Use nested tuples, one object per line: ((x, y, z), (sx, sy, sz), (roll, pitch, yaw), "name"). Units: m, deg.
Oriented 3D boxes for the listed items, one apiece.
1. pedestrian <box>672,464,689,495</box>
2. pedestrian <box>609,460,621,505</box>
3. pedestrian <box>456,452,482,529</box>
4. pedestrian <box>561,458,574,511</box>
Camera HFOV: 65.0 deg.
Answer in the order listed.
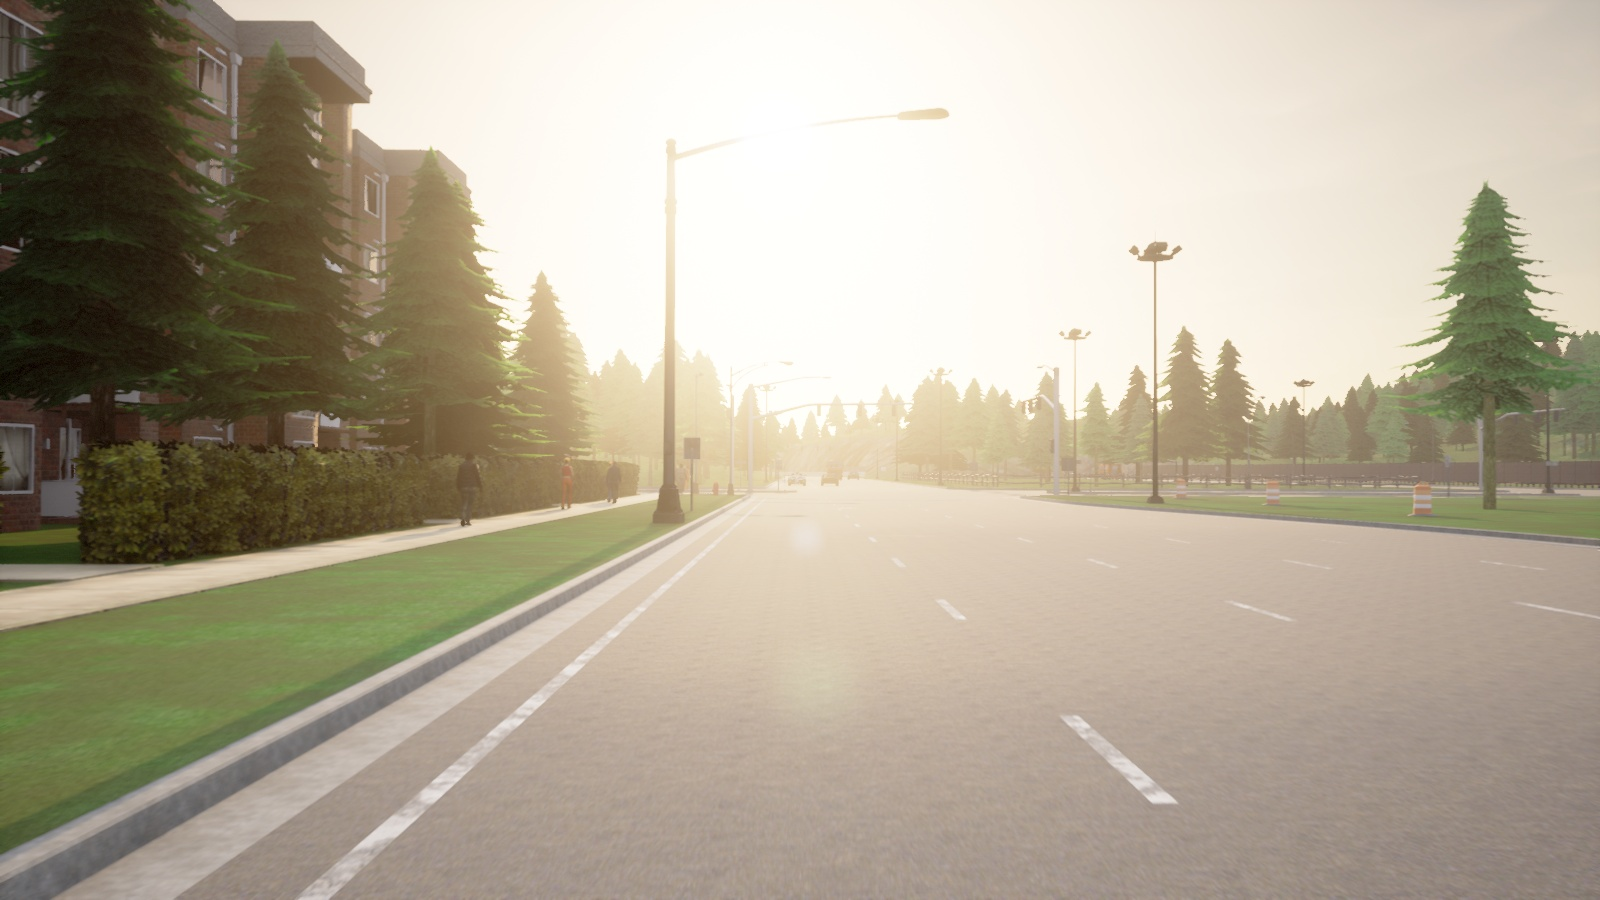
((-7.188, 1.750, 75.720), (0.874, 1.855, 0.900), (0, -1, -16), "pedestrian")
((-7.663, 1.346, 52.056), (0.402, 1.842, 0.726), (0, -1, 0), "pedestrian")
((-8.044, 0.987, 30.517), (0.431, 1.840, 0.703), (0, -1, 1), "pedestrian")
((-8.179, 1.217, 44.247), (0.345, 1.836, 0.594), (0, -1, 0), "pedestrian")
